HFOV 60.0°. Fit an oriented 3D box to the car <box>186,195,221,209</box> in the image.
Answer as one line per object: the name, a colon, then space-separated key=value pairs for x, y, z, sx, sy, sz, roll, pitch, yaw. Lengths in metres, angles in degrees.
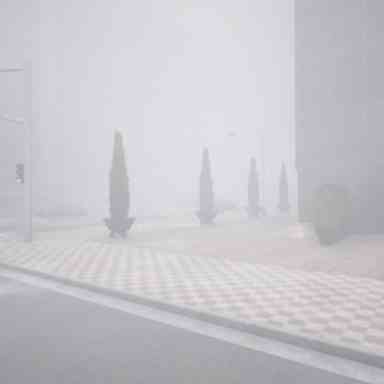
car: x=1.740 y=1.606 z=47.815 sx=1.837 sy=1.490 sz=4.892 roll=0 pitch=-1 yaw=36

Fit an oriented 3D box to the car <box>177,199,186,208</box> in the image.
car: x=-0.396 y=1.639 z=50.828 sx=1.812 sy=1.442 sz=4.674 roll=0 pitch=0 yaw=36

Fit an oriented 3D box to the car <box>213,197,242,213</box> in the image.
car: x=3.551 y=1.604 z=38.231 sx=1.812 sy=1.442 sz=4.674 roll=0 pitch=0 yaw=36

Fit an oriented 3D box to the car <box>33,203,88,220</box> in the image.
car: x=-11.390 y=1.665 z=29.646 sx=1.994 sy=1.385 sz=4.181 roll=0 pitch=0 yaw=36
